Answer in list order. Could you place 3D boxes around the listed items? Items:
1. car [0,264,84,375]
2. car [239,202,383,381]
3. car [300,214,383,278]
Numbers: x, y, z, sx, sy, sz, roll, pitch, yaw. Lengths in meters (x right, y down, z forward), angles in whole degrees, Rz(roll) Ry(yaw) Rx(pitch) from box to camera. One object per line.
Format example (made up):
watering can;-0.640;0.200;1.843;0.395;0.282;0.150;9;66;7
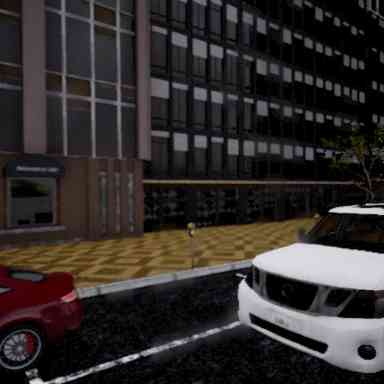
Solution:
car;-3.513;1.591;4.049;4.206;1.307;1.802;0;-1;-36
car;3.332;1.217;5.663;5.566;2.045;2.150;0;0;-36
car;5.705;1.539;10.699;4.403;1.369;2.008;0;-1;-36
